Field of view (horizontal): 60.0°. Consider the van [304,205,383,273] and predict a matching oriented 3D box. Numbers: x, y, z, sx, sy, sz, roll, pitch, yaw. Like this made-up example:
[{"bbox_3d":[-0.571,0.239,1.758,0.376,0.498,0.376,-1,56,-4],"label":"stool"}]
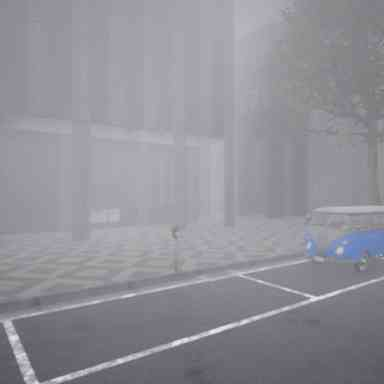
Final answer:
[{"bbox_3d":[5.209,1.327,10.364,3.998,1.788,1.690,0,0,-36],"label":"van"}]
